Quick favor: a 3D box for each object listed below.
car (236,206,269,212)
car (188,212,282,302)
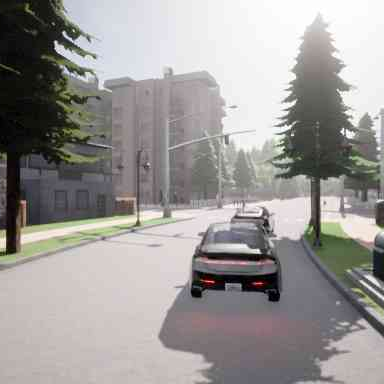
[{"bbox_3d":[3.242,1.491,17.473,2.128,1.511,4.902,0,0,18],"label":"car"},{"bbox_3d":[1.111,1.491,8.367,2.128,1.511,4.902,0,0,9],"label":"car"}]
